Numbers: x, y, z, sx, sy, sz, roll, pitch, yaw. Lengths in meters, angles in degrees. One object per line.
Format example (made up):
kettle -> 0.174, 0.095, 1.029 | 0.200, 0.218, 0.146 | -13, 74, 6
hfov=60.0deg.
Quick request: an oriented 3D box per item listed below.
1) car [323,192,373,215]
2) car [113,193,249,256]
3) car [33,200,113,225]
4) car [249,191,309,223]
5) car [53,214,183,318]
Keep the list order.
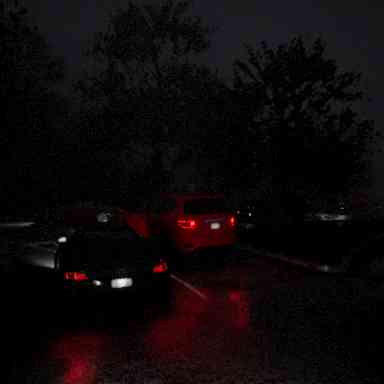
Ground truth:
car -> 14.988, 1.031, 31.733 | 5.566, 2.045, 2.150 | 1, 1, -33
car -> -0.743, 1.039, 11.712 | 2.150, 2.045, 5.566 | 0, 1, -32
car -> -6.951, 1.224, 20.917 | 5.357, 1.411, 2.033 | 0, 1, -12
car -> 5.490, 0.962, 22.811 | 5.566, 2.045, 2.150 | 0, 1, -27
car -> -1.932, 1.448, 7.380 | 1.994, 1.385, 4.181 | 0, 1, -23
